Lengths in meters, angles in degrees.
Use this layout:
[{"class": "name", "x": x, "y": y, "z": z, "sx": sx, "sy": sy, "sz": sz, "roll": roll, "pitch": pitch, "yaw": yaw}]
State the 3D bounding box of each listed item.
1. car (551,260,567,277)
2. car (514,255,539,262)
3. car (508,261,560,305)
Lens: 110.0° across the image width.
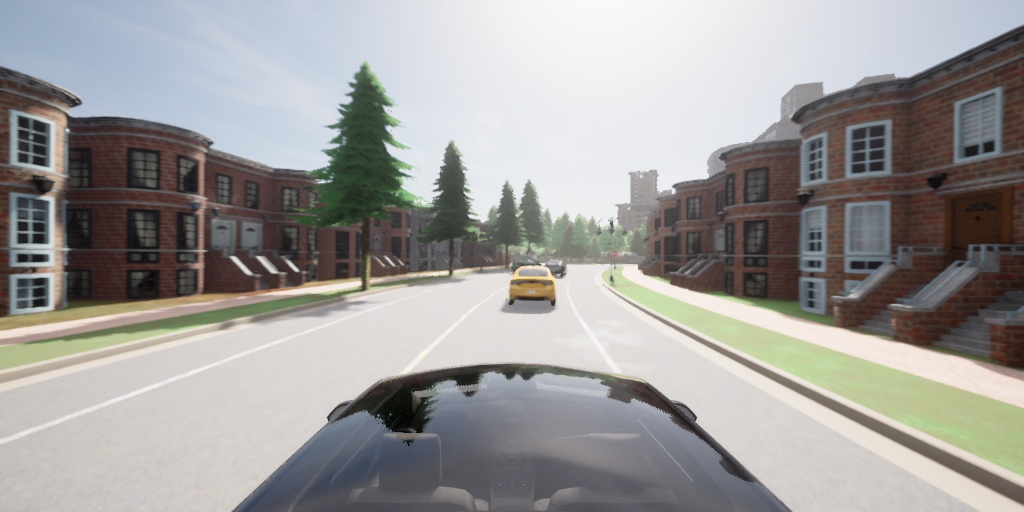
[{"class": "car", "x": 4.216, "y": 1.166, "z": 34.374, "sx": 2.128, "sy": 1.511, "sz": 4.902, "roll": 1, "pitch": 0, "yaw": 14}, {"class": "car", "x": 1.574, "y": 0.860, "z": 38.902, "sx": 2.150, "sy": 2.045, "sz": 5.566, "roll": 0, "pitch": 0, "yaw": 16}, {"class": "car", "x": 0.956, "y": 1.187, "z": 15.819, "sx": 1.882, "sy": 1.535, "sz": 5.008, "roll": 0, "pitch": 0, "yaw": 5}]
